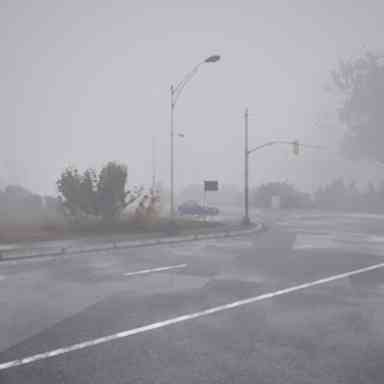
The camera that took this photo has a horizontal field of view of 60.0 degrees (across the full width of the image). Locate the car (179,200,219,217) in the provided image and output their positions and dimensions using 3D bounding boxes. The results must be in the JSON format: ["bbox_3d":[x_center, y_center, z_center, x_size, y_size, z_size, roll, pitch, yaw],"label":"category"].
[{"bbox_3d":[0.575,1.512,31.899,1.812,1.442,4.674,0,0,-39],"label":"car"}]
